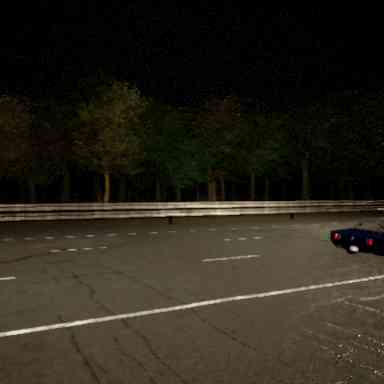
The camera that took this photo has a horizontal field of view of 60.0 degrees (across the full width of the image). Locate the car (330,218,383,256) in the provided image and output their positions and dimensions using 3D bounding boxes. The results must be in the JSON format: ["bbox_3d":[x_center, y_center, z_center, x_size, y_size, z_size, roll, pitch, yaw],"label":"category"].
[{"bbox_3d":[7.258,1.558,11.662,4.718,1.301,1.895,0,1,-25],"label":"car"}]
